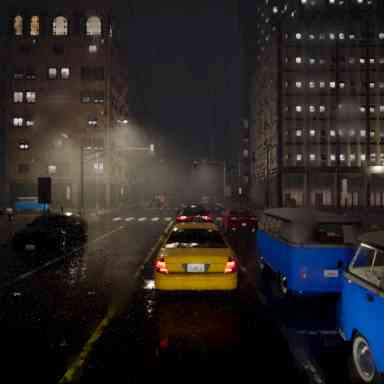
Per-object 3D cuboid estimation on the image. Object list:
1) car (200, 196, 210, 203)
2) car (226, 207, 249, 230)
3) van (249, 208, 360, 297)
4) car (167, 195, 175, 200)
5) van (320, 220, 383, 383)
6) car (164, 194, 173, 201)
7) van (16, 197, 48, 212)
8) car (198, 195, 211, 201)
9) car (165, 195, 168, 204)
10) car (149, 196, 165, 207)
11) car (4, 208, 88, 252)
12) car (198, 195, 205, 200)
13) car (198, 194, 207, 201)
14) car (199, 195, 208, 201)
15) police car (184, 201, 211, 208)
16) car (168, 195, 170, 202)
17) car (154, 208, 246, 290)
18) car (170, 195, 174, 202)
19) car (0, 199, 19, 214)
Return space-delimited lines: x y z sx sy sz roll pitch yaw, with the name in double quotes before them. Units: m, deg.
"car" 2.693 1.514 68.848 1.887 1.381 4.507 1 0 0
"car" 2.698 1.545 19.450 1.887 1.381 4.507 1 0 0
"van" 2.702 1.342 8.296 1.690 1.788 3.998 1 0 0
"car" -5.690 1.468 91.285 1.752 1.417 4.829 1 0 0
"van" 2.703 1.342 2.720 1.690 1.788 3.998 1 0 0
"car" -5.687 1.396 80.151 1.967 1.590 4.097 1 0 0
"van" -19.740 1.523 40.761 3.998 1.788 1.690 0 0 1
"car" 2.694 1.526 63.196 2.008 1.369 4.403 1 0 0
"car" -5.684 1.422 57.546 1.967 1.590 4.097 1 0 0
"car" -5.686 1.570 51.893 1.802 1.307 4.206 1 0 0
"car" -5.682 1.567 13.878 1.947 1.339 4.313 1 0 0
"car" 2.690 1.468 91.624 1.752 1.417 4.829 1 0 0
"car" 2.692 1.390 85.803 1.967 1.590 4.097 1 0 0
"car" 2.691 1.507 80.150 2.008 1.369 4.403 1 0 0
"police car" 0.102 1.504 19.375 2.038 1.542 4.974 0 0 0
"car" -5.687 1.558 63.196 1.802 1.307 4.206 1 0 0
"car" 0.096 1.458 9.056 1.801 1.575 5.366 0 0 0
"car" -5.688 1.514 74.499 2.008 1.369 4.403 1 0 0
"car" -19.847 1.618 32.380 4.403 1.369 2.008 0 0 1
